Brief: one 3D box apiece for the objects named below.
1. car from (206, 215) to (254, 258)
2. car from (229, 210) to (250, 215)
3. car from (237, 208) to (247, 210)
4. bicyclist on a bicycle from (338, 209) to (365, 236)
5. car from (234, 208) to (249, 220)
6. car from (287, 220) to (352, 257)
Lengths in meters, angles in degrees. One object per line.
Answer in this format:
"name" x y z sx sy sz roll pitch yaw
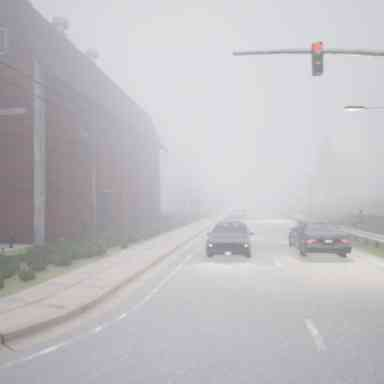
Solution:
"car" 1.808 2.038 15.343 2.033 1.411 5.357 -1 -2 9
"car" 3.366 2.295 24.784 1.812 1.442 4.674 -1 -2 10
"car" 4.890 2.534 34.013 2.128 1.511 4.902 -1 -2 9
"bicyclist on a bicycle" 10.153 1.816 20.671 1.656 1.620 0.582 40 3 10
"car" 6.595 2.867 44.146 1.812 1.442 4.674 -1 -2 10
"car" 5.492 1.960 14.877 2.033 1.411 5.357 -1 -2 9
